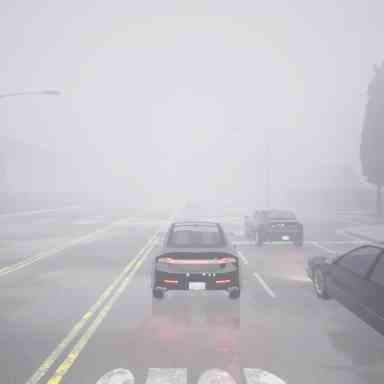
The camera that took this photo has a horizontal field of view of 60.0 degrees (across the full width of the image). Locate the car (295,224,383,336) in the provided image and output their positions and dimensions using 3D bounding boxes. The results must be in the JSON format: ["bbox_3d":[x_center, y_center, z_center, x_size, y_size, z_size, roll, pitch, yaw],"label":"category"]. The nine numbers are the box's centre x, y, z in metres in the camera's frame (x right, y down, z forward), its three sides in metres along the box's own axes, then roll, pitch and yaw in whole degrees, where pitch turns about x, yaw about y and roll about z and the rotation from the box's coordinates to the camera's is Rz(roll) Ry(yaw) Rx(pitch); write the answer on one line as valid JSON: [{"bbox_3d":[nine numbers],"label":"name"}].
[{"bbox_3d":[3.593,1.547,5.410,2.033,1.411,5.357,0,0,0],"label":"car"}]

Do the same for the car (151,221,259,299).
[{"bbox_3d":[0.089,1.492,8.459,2.128,1.511,4.902,0,0,0],"label":"car"}]

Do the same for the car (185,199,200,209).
[{"bbox_3d":[0.038,1.601,44.139,1.895,1.301,4.718,0,0,0],"label":"car"}]

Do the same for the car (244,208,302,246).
[{"bbox_3d":[3.579,1.505,15.157,1.837,1.490,4.892,0,0,0],"label":"car"}]
